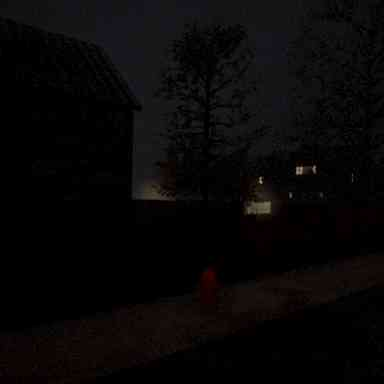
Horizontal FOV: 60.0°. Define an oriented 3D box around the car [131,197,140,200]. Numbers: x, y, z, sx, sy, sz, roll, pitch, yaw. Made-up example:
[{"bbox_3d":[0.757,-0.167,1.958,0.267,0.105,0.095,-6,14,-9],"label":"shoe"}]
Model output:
[{"bbox_3d":[-10.104,1.848,53.112,2.150,2.045,5.566,2,-2,-35],"label":"car"}]
